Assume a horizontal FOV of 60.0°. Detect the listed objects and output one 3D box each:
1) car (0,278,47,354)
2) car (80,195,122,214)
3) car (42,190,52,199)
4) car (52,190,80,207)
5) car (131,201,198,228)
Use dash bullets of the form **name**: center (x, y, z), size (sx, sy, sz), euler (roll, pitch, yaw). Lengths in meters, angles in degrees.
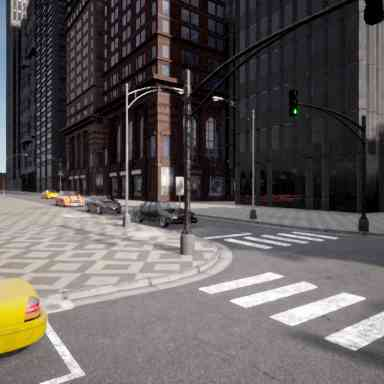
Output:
- **car**: center (-4.251, 1.525, 3.617), size (4.829, 1.417, 1.752), euler (0, 0, -35)
- **car**: center (-7.578, 1.013, 28.219), size (1.837, 1.490, 4.892), euler (0, 1, -36)
- **car**: center (-24.392, 0.422, 57.049), size (1.882, 1.535, 5.008), euler (0, 1, -36)
- **car**: center (-13.428, 0.681, 36.355), size (2.097, 1.767, 4.553), euler (0, 1, -35)
- **car**: center (-1.863, 1.237, 20.275), size (2.033, 1.411, 5.357), euler (0, 1, -36)
